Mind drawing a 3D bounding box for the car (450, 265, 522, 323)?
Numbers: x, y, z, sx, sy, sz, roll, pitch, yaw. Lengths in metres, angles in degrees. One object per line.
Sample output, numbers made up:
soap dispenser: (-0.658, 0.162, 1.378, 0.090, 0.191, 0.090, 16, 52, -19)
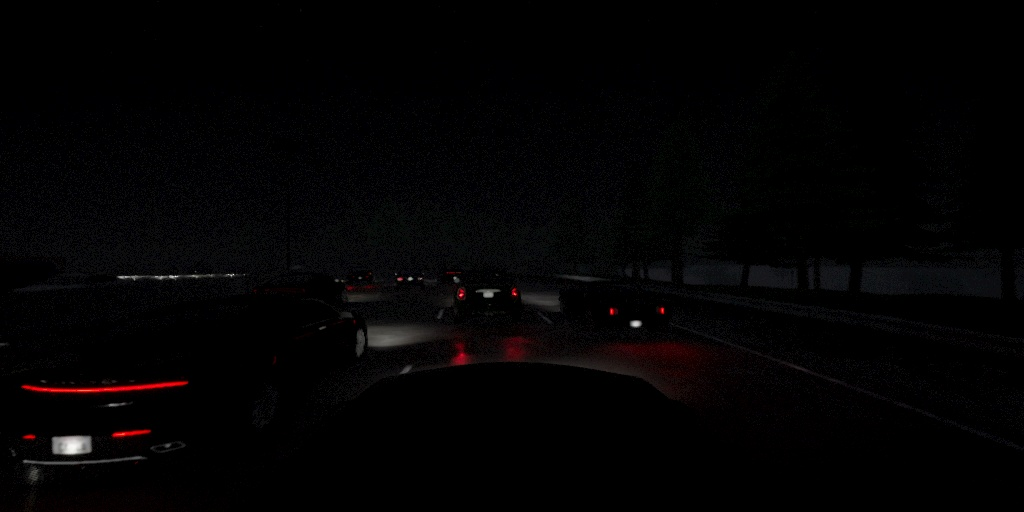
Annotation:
car: (-0.973, 1.185, 12.711, 2.097, 1.767, 4.553, 0, 0, -8)

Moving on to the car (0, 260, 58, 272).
car: (-22.800, 1.195, 15.373, 2.150, 2.045, 5.566, 0, 0, -13)

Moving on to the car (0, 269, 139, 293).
car: (-19.407, 1.484, 15.998, 1.812, 1.442, 4.674, 0, 0, -14)

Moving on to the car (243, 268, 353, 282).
car: (-8.227, 1.362, 14.367, 1.882, 1.535, 5.008, 0, 0, -9)

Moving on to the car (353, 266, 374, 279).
car: (-12.634, 1.545, 30.035, 1.812, 1.442, 4.674, 0, 0, -21)

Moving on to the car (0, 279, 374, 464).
car: (-3.749, 1.303, 5.367, 1.837, 1.490, 4.892, 0, 0, -3)

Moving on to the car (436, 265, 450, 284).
car: (-5.166, 1.481, 29.932, 1.837, 1.490, 4.892, 0, -1, -19)

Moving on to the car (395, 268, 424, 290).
car: (-7.060, 1.499, 24.815, 2.033, 1.411, 5.357, 0, 0, -16)

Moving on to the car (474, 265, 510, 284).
car: (-1.825, 1.529, 30.870, 1.994, 1.385, 4.181, 0, 0, -19)

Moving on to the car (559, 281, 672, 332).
car: (2.827, 1.401, 11.065, 1.895, 1.301, 4.718, 0, 0, -6)
